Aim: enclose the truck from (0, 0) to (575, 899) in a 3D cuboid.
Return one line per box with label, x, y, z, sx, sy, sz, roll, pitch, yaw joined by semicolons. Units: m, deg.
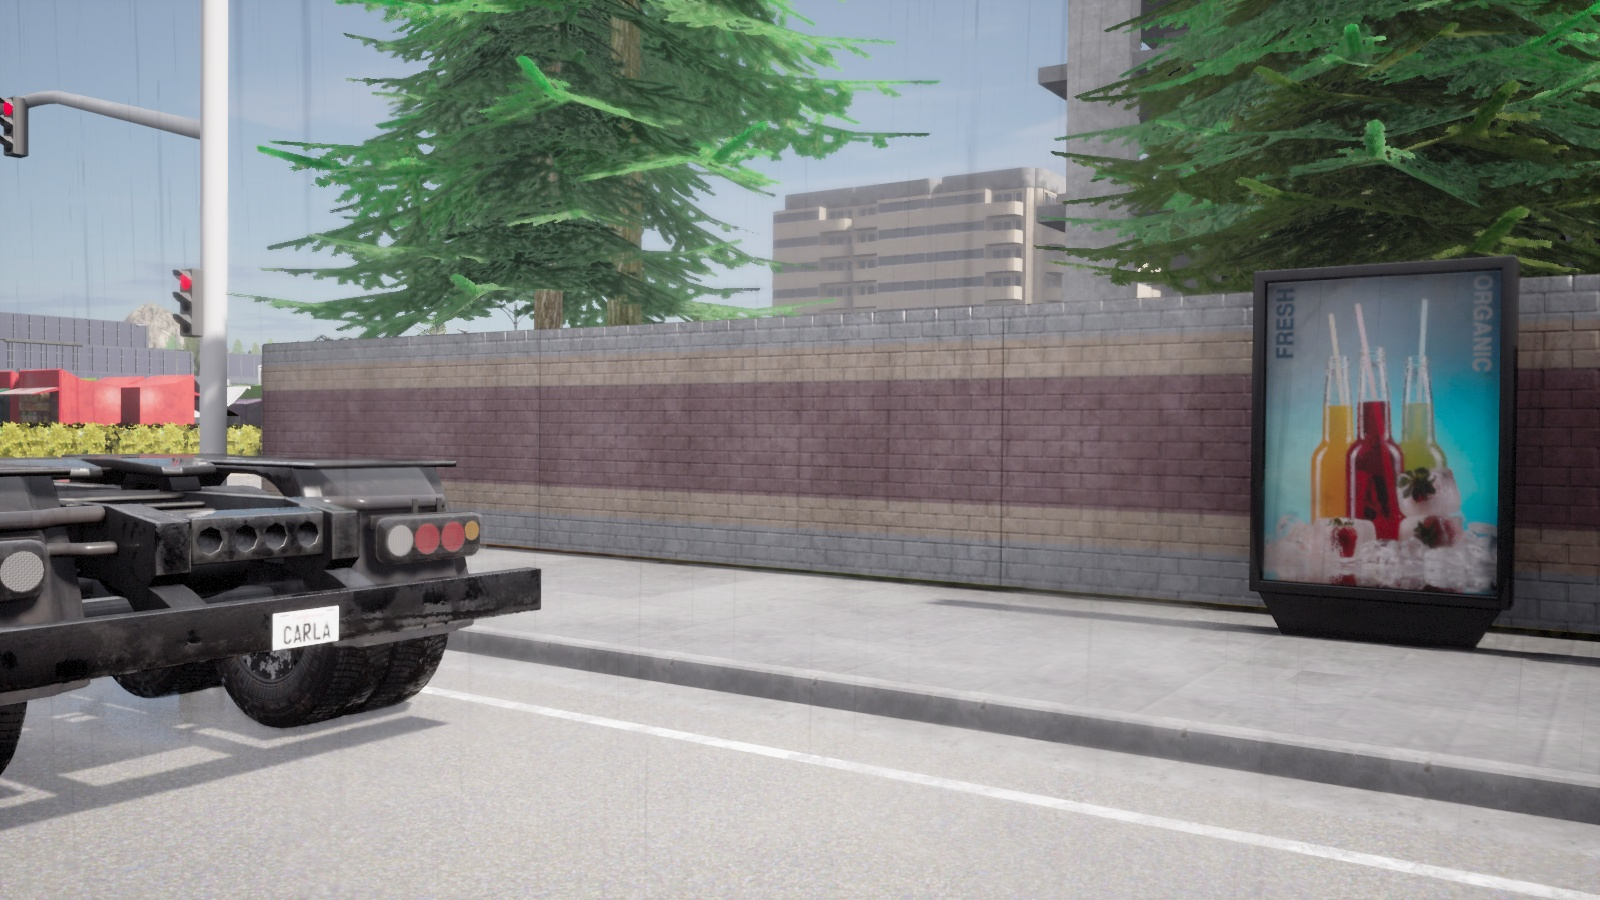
truck;-5.216;-0.300;7.067;7.936;3.462;2.891;0;1;34
